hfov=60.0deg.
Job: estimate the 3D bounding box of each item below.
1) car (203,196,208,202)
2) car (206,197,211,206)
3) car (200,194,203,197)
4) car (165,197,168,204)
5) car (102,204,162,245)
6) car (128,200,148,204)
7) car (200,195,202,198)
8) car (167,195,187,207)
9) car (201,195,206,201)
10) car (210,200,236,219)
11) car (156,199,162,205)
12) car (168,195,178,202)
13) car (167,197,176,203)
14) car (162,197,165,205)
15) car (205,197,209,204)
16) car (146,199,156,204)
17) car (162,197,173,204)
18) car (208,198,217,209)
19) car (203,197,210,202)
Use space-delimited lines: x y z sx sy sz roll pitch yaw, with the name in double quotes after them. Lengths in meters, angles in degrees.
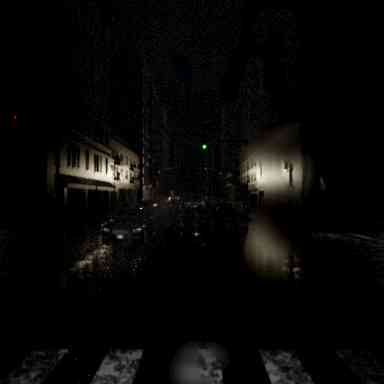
3.375 1.762 58.106 1.947 1.339 4.313 1 0 1 "car"
3.154 1.693 41.515 2.008 1.369 4.403 1 0 1 "car"
3.816 1.865 91.287 1.947 1.339 4.313 1 0 1 "car"
-5.078 1.741 63.567 1.752 1.417 4.829 1 0 1 "car"
-2.874 1.553 15.889 2.128 1.511 4.902 0 0 1 "car"
-5.518 1.690 30.564 1.802 1.307 4.206 1 0 1 "car"
3.669 1.831 80.227 1.947 1.339 4.313 1 0 1 "car"
-2.350 1.688 54.448 2.128 1.511 4.902 0 0 1 "car"
3.522 1.782 69.166 2.008 1.369 4.403 1 0 1 "car"
3.007 1.671 30.455 1.947 1.339 4.313 1 0 1 "car"
-5.371 1.695 41.622 2.008 1.369 4.403 1 0 1 "car"
-4.780 1.599 85.853 2.192 1.841 5.009 1 0 1 "car"
-4.856 1.833 80.323 1.947 1.339 4.313 1 0 1 "car"
-5.297 1.707 47.150 1.887 1.381 4.507 1 0 1 "car"
3.228 1.705 47.045 1.887 1.381 4.507 1 0 1 "car"
-5.445 1.692 36.093 1.947 1.339 4.313 1 0 1 "car"
-5.003 1.799 69.266 1.947 1.339 4.313 1 0 1 "car"
3.081 1.668 35.985 1.887 1.381 4.507 1 0 1 "car"
3.742 1.864 85.757 1.802 1.307 4.206 1 0 1 "car"
